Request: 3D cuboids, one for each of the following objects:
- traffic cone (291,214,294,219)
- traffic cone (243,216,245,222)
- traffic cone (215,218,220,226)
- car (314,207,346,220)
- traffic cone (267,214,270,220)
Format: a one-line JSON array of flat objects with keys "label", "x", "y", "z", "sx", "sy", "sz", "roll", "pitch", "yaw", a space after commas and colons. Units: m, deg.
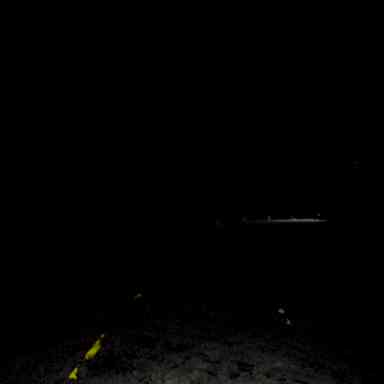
[{"label": "traffic cone", "x": 11.675, "y": 2.820, "z": 38.630, "sx": 0.340, "sy": 0.580, "sz": 0.340, "roll": 3, "pitch": -3, "yaw": -43}, {"label": "traffic cone", "x": 4.798, "y": 2.476, "z": 30.634, "sx": 0.340, "sy": 0.580, "sz": 0.340, "roll": 0, "pitch": -2, "yaw": 35}, {"label": "traffic cone", "x": 2.021, "y": 2.359, "z": 26.141, "sx": 0.340, "sy": 0.580, "sz": 0.340, "roll": 0, "pitch": -1, "yaw": 29}, {"label": "car", "x": 16.427, "y": 2.509, "z": 39.491, "sx": 4.902, "sy": 1.511, "sz": 2.128, "roll": 3, "pitch": -3, "yaw": -38}, {"label": "traffic cone", "x": 8.027, "y": 2.630, "z": 34.812, "sx": 0.340, "sy": 0.580, "sz": 0.340, "roll": -1, "pitch": -2, "yaw": 41}]
